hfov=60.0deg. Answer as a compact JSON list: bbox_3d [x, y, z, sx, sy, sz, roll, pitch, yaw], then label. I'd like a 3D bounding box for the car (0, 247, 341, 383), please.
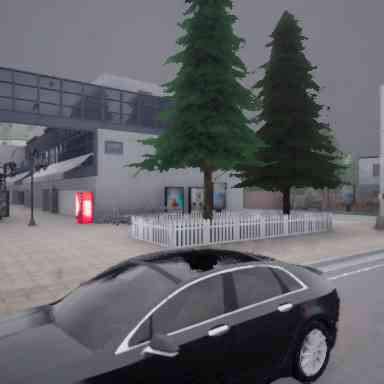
[{"bbox_3d":[-0.216,1.504,3.846,4.892,1.490,1.837,0,0,-36],"label":"car"}]
